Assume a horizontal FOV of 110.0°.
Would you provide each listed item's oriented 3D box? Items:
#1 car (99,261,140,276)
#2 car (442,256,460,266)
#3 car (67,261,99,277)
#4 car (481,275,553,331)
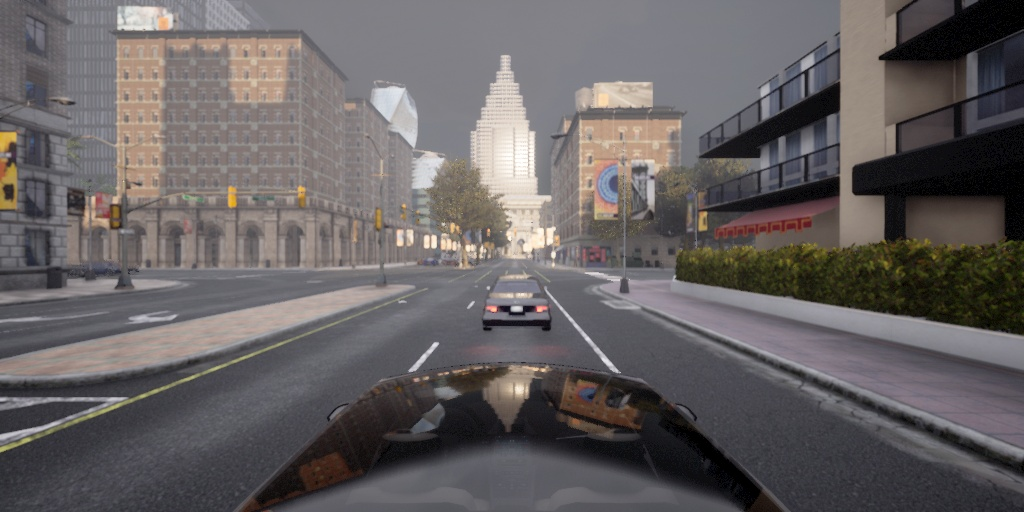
[{"bbox_3d":[-39.452,1.198,34.702,5.357,1.411,2.033,0,0,0],"label":"car"},{"bbox_3d":[-10.962,1.127,64.384,1.994,1.385,4.181,0,0,1],"label":"car"},{"bbox_3d":[-39.584,1.187,31.211,4.674,1.442,1.812,0,0,0],"label":"car"},{"bbox_3d":[0.148,1.270,10.858,2.033,1.411,5.357,0,0,1],"label":"car"}]
